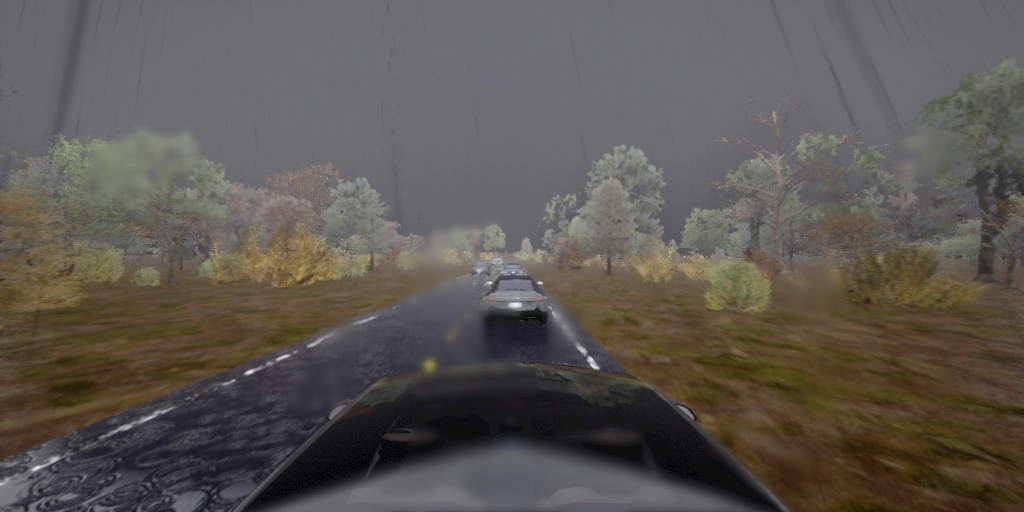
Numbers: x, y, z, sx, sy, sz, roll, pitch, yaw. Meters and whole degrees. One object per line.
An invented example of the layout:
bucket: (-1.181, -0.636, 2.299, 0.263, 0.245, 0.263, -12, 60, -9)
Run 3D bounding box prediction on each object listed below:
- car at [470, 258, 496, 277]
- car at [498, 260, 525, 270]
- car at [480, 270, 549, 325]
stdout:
car: (-3.088, 1.252, 36.307, 2.128, 1.511, 4.902, 0, 0, 0)
car: (0.098, 1.306, 29.762, 2.033, 1.411, 5.357, 0, 0, 0)
car: (0.102, 1.317, 11.860, 1.994, 1.385, 4.181, 0, 0, 0)
